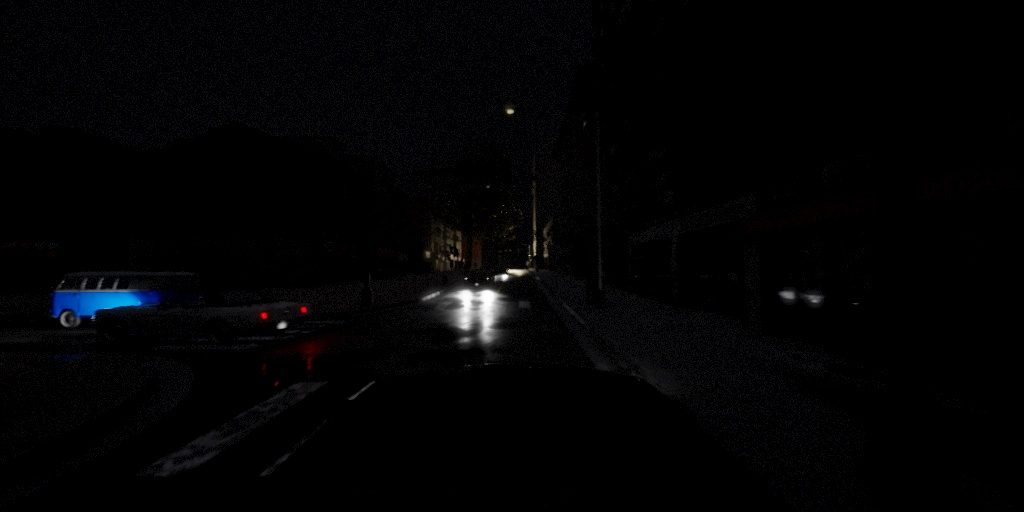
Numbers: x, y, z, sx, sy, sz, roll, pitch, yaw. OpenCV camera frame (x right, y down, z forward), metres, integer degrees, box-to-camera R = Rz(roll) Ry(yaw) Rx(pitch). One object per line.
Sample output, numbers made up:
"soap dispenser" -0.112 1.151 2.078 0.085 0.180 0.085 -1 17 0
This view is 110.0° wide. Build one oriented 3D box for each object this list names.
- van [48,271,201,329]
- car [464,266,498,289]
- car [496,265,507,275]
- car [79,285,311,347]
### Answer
"van" -12.666 1.393 11.823 3.998 1.789 1.690 0 0 1
"car" -2.278 1.604 25.952 1.895 1.301 4.718 0 -1 1
"car" -1.685 1.989 51.053 1.895 1.301 4.718 0 -1 2
"car" -7.953 1.502 9.296 4.718 1.301 1.895 -1 -3 8
